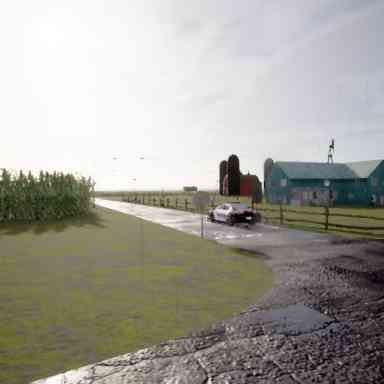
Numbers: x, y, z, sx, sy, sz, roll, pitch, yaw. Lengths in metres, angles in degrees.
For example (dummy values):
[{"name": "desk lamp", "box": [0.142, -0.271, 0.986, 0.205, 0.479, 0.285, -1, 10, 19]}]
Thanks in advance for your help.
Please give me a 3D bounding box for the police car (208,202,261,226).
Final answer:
[{"name": "police car", "box": [2.769, 1.521, 23.605, 2.038, 1.542, 4.974, -1, 0, -21]}]
